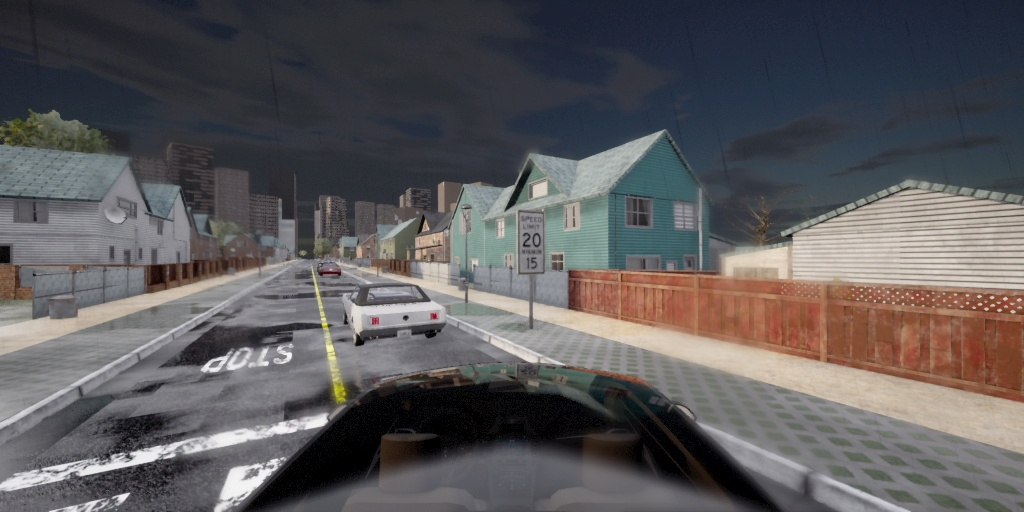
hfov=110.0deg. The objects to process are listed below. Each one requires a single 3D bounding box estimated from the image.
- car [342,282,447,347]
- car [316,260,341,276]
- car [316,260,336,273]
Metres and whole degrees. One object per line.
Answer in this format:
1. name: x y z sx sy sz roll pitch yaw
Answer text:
1. car: -3.370 1.353 9.547 1.895 1.301 4.718 0 0 -29
2. car: -18.884 1.324 37.117 1.994 1.385 4.181 0 0 -30
3. car: -23.752 1.255 45.619 2.128 1.511 4.902 0 0 -29
